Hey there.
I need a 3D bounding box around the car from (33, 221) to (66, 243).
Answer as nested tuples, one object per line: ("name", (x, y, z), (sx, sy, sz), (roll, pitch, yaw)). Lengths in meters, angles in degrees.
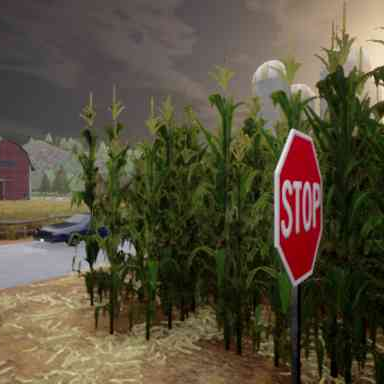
("car", (-5.012, 1.743, 16.708), (2.033, 1.411, 5.357), (0, 0, 35))
